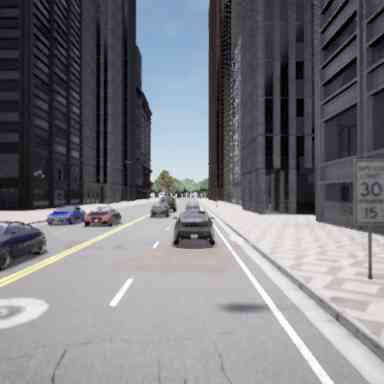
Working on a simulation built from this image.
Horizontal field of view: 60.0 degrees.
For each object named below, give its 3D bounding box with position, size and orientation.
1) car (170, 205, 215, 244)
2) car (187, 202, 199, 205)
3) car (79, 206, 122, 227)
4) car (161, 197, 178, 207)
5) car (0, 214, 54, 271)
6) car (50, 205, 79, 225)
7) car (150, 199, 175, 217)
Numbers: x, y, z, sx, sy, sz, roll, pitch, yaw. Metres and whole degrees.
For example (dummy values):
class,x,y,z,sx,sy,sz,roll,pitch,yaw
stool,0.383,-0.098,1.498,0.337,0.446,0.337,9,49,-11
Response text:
class,x,y,z,sx,sy,sz,roll,pitch,yaw
car,0.099,1.663,16.751,1.837,1.490,4.892,0,0,0
car,0.098,1.951,42.265,2.033,1.411,5.357,0,-1,0
car,-6.584,1.797,24.910,1.994,1.385,4.181,0,0,0
car,-3.241,1.666,46.155,2.150,2.045,5.566,0,0,0
car,-6.599,1.669,11.187,1.994,1.385,4.181,0,0,0
car,-9.827,1.775,26.479,1.812,1.442,4.674,0,-1,0
car,-3.252,1.822,34.862,2.128,1.511,4.902,0,-1,0
